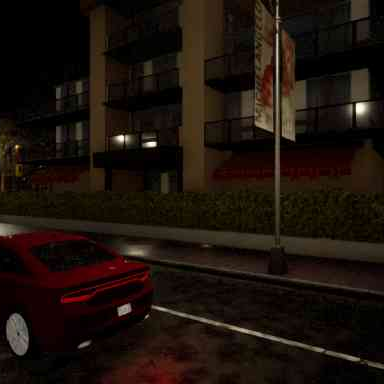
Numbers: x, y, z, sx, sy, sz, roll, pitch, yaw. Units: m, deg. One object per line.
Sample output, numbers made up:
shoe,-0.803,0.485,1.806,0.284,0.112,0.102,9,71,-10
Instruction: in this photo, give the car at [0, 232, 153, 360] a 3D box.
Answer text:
car,-2.973,1.478,6.016,5.008,1.535,1.882,0,0,35
